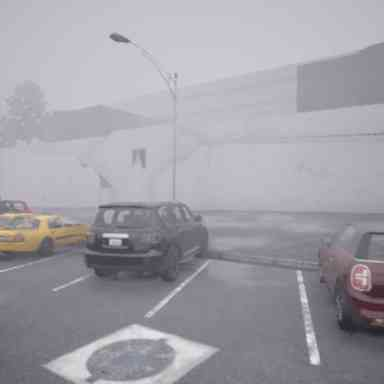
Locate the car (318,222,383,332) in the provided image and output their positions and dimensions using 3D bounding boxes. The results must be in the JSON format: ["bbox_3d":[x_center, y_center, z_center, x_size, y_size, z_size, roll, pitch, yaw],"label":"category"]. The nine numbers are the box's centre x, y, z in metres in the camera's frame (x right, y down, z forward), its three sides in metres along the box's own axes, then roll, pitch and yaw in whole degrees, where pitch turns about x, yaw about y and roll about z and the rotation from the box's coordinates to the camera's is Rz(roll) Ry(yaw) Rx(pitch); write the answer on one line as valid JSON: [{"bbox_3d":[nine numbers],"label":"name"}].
[{"bbox_3d":[3.818,1.368,6.723,2.185,1.767,4.553,-1,-1,15],"label":"car"}]

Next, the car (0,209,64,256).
[{"bbox_3d":[-5.896,1.628,13.899,1.946,1.575,5.366,-1,-1,15],"label":"car"}]

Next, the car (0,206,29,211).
[{"bbox_3d":[-8.431,1.660,15.281,1.946,1.575,5.366,0,-1,16],"label":"car"}]

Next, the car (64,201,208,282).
[{"bbox_3d":[-1.057,1.305,10.269,2.435,2.045,5.566,-1,-1,16],"label":"car"}]

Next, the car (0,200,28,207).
[{"bbox_3d":[-10.829,1.457,17.179,2.435,2.045,5.566,0,-1,15],"label":"car"}]
